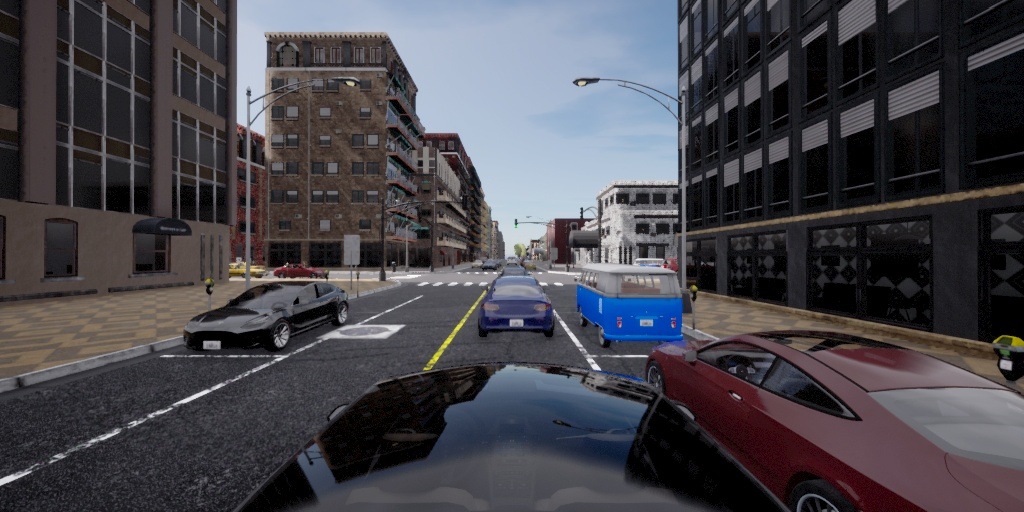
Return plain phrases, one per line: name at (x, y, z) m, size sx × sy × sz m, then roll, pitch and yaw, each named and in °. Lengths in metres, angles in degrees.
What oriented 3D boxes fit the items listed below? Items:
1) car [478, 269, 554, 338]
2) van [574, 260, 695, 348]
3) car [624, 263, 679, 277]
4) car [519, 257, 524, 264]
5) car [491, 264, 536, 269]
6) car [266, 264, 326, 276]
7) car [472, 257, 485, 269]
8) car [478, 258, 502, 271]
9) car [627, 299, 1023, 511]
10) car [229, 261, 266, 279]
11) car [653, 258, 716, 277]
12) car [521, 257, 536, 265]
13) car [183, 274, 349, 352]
car at (0.102, 1.277, 10.059) m, size 1.812 × 1.442 × 4.674 m, roll 0°, pitch 0°, yaw 0°
van at (2.658, 1.092, 8.948) m, size 1.690 × 1.789 × 3.998 m, roll 0°, pitch 0°, yaw 0°
car at (13.764, 1.418, 35.621) m, size 4.718 × 1.301 × 1.895 m, roll 0°, pitch 0°, yaw 0°
car at (2.703, 1.380, 64.812) m, size 1.802 × 1.307 × 4.207 m, roll 0°, pitch 0°, yaw 0°
car at (0.158, 1.318, 19.455) m, size 1.994 × 1.385 × 4.181 m, roll 0°, pitch 0°, yaw 2°
car at (-17.461, 1.283, 29.759) m, size 4.207 × 1.307 × 1.802 m, roll 0°, pitch 0°, yaw 0°
car at (-5.679, 1.316, 59.104) m, size 1.751 × 1.417 × 4.829 m, roll 0°, pitch 0°, yaw 0°
car at (-3.051, 1.327, 50.582) m, size 2.033 × 1.411 × 5.357 m, roll 0°, pitch 0°, yaw 3°
car at (2.657, 1.332, 3.259) m, size 1.802 × 1.307 × 4.207 m, roll 0°, pitch 0°, yaw 0°
car at (-22.954, 1.215, 29.747) m, size 4.829 × 1.417 × 1.751 m, roll 0°, pitch 0°, yaw 0°
car at (14.925, 1.107, 29.830) m, size 5.009 × 1.841 × 2.192 m, roll 0°, pitch 0°, yaw 0°
car at (2.701, 1.309, 53.904) m, size 1.751 × 1.417 × 4.829 m, roll 0°, pitch 0°, yaw 0°
car at (-5.689, 1.317, 8.976) m, size 1.948 × 1.339 × 4.313 m, roll 0°, pitch 0°, yaw 0°
